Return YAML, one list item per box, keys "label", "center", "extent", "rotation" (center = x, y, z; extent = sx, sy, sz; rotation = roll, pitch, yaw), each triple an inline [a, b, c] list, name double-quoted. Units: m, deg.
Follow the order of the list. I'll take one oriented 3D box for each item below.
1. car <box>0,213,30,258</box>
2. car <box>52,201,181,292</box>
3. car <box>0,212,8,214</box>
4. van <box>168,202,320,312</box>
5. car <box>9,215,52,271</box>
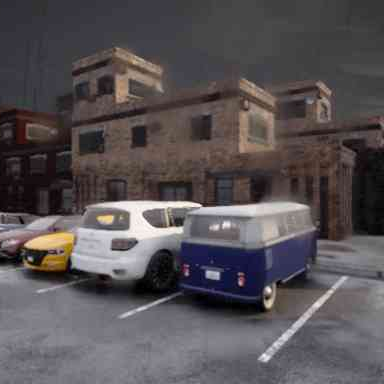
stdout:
- label: "car"
  center: [-5.162, 1.604, 12.640]
  extent: [2.002, 1.452, 4.674]
  rotation: [-1, 0, 36]
- label: "car"
  center: [-0.660, 1.270, 9.460]
  extent: [2.435, 2.045, 5.566]
  rotation: [-1, 0, 36]
- label: "car"
  center: [-9.656, 1.612, 15.835]
  extent: [2.231, 1.521, 4.892]
  rotation: [-1, 0, 36]
- label: "van"
  center: [1.637, 1.276, 7.930]
  extent: [1.878, 1.987, 4.442]
  rotation: [0, 0, 36]
- label: "car"
  center: [-2.915, 1.542, 11.041]
  extent: [2.097, 1.535, 5.008]
  rotation: [-1, 0, 35]
